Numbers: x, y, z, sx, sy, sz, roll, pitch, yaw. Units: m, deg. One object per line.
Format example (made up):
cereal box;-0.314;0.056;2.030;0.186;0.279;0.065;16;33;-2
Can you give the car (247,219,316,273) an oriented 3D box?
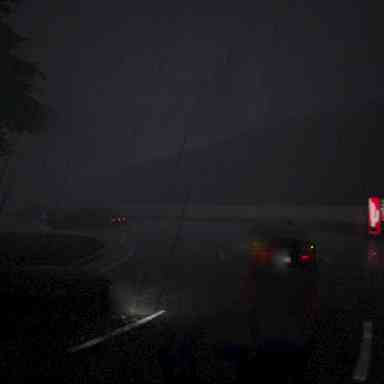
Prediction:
car;2.815;1.608;10.938;1.812;1.442;4.674;0;0;10

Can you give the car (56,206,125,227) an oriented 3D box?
car;-7.795;1.849;25.713;4.892;1.490;1.837;-1;-2;16

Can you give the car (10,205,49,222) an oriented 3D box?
car;-14.192;1.967;30.513;4.892;1.490;1.837;-1;-1;11

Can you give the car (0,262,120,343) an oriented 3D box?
car;-3.833;1.643;4.880;5.357;1.411;2.033;0;-1;-41

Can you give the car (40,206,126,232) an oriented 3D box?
car;-7.087;1.850;22.208;5.357;1.411;2.033;-1;-1;18

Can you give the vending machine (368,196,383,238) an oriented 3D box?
vending machine;9.929;1.261;17.269;1.100;2.100;0.880;-1;-1;-13
